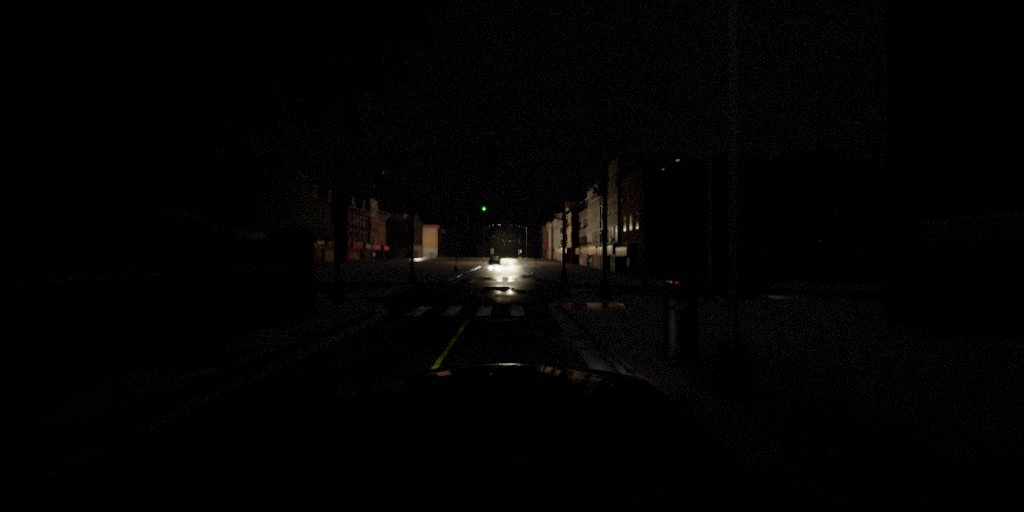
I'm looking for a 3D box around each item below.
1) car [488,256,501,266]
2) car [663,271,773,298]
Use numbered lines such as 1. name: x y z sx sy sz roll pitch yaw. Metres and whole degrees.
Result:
1. car: -2.804 0.819 58.017 2.128 1.511 4.902 0 1 1
2. car: 11.410 1.562 20.077 5.357 1.411 2.033 1 0 0
